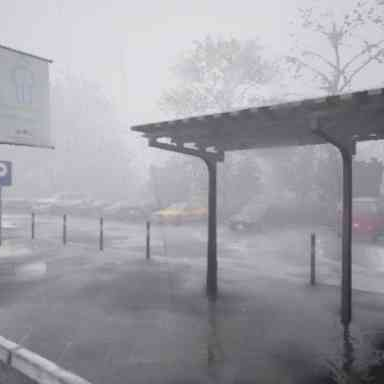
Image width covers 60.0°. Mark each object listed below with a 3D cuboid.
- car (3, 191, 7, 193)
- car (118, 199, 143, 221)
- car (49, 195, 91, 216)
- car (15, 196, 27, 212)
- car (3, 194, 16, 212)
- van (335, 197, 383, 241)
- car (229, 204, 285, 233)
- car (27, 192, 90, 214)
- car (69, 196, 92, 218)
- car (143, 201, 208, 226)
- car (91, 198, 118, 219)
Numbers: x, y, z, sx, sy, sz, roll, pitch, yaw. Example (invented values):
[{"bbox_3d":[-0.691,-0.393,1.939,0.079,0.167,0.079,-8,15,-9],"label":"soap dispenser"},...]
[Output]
[{"bbox_3d":[-25.425,0.856,40.733,2.435,2.045,5.566,1,1,35],"label":"car"},{"bbox_3d":[-2.771,1.394,24.695,2.163,1.488,4.792,1,0,35],"label":"car"},{"bbox_3d":[-9.570,1.300,29.500,2.097,1.535,5.008,1,0,35],"label":"car"},{"bbox_3d":[-14.100,1.258,32.708,2.231,1.521,4.892,1,0,35],"label":"car"},{"bbox_3d":[-16.363,1.233,34.318,2.097,1.535,5.008,1,0,35],"label":"car"},{"bbox_3d":[8.591,1.247,16.723,1.878,1.987,4.442,1,0,35],"label":"van"},{"bbox_3d":[3.982,1.459,19.822,2.163,1.488,4.792,1,0,35],"label":"car"},{"bbox_3d":[-11.850,1.027,31.080,2.435,2.045,5.566,1,0,35],"label":"car"},{"bbox_3d":[-7.308,1.321,27.892,2.097,1.535,5.008,1,0,35],"label":"car"},{"bbox_3d":[-0.633,1.383,22.911,1.946,1.575,5.366,1,0,35],"label":"car"},{"bbox_3d":[-5.045,1.344,26.284,2.231,1.521,4.892,1,0,35],"label":"car"}]
